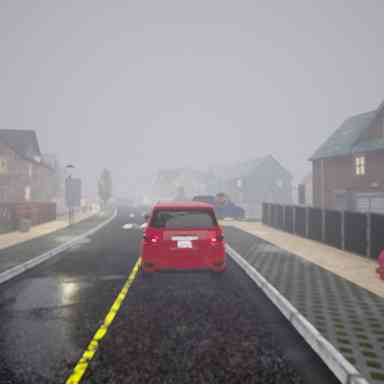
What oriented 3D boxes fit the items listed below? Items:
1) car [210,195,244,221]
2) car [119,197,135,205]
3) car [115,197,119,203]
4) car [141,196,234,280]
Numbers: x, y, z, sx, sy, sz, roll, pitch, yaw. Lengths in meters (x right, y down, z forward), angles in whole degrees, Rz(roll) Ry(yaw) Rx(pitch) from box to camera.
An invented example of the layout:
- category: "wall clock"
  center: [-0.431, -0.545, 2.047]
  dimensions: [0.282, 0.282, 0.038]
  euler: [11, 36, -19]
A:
- category: "car"
  center: [2.133, 1.400, 27.495]
  dimensions: [2.150, 2.045, 5.566]
  euler: [-5, -6, 40]
- category: "car"
  center: [-13.662, 1.993, 71.277]
  dimensions: [2.033, 1.411, 5.357]
  euler: [1, -1, -22]
- category: "car"
  center: [-17.599, 1.919, 80.994]
  dimensions: [1.882, 1.535, 5.008]
  euler: [1, -1, -22]
- category: "car"
  center: [-0.323, 1.285, 10.334]
  dimensions: [2.150, 2.045, 5.566]
  euler: [0, 0, -3]
